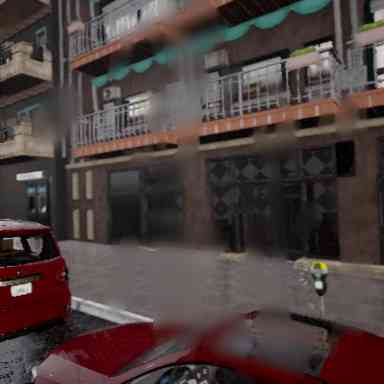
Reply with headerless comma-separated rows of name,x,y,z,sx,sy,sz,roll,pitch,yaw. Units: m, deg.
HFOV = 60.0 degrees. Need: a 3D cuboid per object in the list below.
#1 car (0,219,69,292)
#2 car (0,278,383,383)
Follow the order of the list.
car,-4.165,1.381,5.728,5.009,1.841,2.192,-1,-2,36
car,0.446,1.592,2.432,4.206,1.307,1.802,-1,-2,36
